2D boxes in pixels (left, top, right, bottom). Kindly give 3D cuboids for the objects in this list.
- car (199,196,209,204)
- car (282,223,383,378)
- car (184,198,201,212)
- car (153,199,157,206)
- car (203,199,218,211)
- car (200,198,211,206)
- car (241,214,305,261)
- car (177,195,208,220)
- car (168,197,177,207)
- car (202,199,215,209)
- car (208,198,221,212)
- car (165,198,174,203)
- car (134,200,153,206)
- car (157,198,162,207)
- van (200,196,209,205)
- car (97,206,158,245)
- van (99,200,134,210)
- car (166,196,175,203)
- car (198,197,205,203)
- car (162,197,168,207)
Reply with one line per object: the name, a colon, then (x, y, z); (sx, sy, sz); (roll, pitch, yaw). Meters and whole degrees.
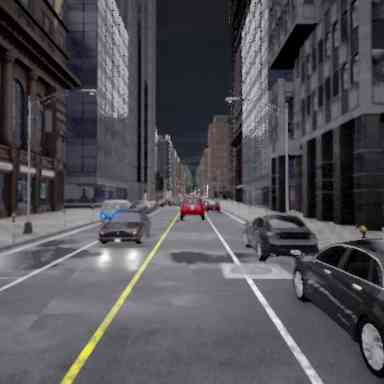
car: (2.668, 1.856, 76.169); (2.192, 1.841, 5.009); (1, 0, 0)
car: (3.144, 1.543, 5.544); (1.837, 1.490, 4.892); (0, 0, 0)
car: (0.065, 1.669, 45.207); (2.097, 1.767, 4.553); (0, 0, 0)
car: (-5.855, 1.822, 42.258); (1.752, 1.417, 4.829); (1, 0, 0)
car: (2.670, 1.778, 48.048); (1.967, 1.590, 4.097); (1, 0, 0)
car: (2.668, 1.898, 64.920); (1.967, 1.590, 4.097); (1, 0, 0)
car: (3.143, 1.593, 12.544); (1.837, 1.490, 4.892); (0, 0, 0)
car: (0.064, 1.434, 30.422); (2.150, 2.045, 5.566); (0, -1, 1)
car: (-3.008, 2.021, 59.564); (1.994, 1.385, 4.181); (0, 0, 0)
car: (2.669, 1.922, 53.671); (1.887, 1.381, 4.507); (1, 0, 0)
car: (2.670, 1.842, 42.422); (1.887, 1.381, 4.507); (1, 0, 0)
car: (-5.862, 2.169, 87.422); (1.887, 1.381, 4.507); (1, 0, 0)
car: (-5.855, 1.824, 36.803); (1.947, 1.339, 4.313); (1, 0, 0)
car: (-5.857, 1.888, 48.052); (2.008, 1.369, 4.403); (1, 0, 0)
van: (2.668, 1.840, 70.545); (1.690, 1.788, 3.998); (1, 0, 0)
car: (-3.103, 1.663, 16.547); (2.033, 1.411, 5.357); (0, 0, 0)
van: (-5.851, 1.520, 25.556); (1.690, 1.788, 3.998); (1, 0, 0)
car: (-5.860, 1.982, 93.049); (2.192, 1.841, 5.009); (1, 0, 0)
car: (2.664, 2.107, 93.040); (1.967, 1.590, 4.097); (1, 0, 0)
car: (-5.858, 1.983, 59.301); (1.947, 1.339, 4.313); (1, 0, 0)
